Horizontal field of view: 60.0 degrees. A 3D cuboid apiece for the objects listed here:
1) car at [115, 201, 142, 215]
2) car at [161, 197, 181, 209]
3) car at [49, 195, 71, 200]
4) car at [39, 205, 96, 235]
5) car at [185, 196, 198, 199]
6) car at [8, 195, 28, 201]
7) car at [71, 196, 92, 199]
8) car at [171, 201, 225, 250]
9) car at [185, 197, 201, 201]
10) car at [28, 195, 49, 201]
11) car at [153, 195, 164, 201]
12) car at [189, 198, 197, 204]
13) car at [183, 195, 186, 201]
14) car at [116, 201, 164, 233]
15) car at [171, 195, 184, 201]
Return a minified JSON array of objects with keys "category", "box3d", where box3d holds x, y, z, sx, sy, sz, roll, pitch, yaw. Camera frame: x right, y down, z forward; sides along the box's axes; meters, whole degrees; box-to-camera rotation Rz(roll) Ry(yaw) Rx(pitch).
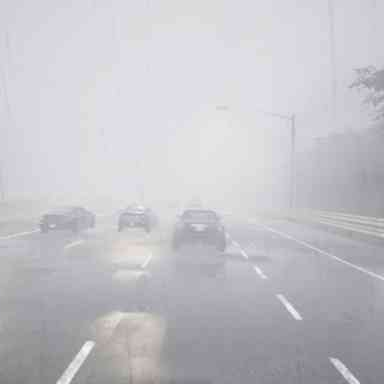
[{"category":"car","box3d":[-6.667,1.666,35.293,1.895,1.301,4.718,2,-1,0]},{"category":"car","box3d":[-3.171,1.878,51.244,2.033,1.411,5.357,2,-1,0]},{"category":"car","box3d":[-20.693,1.262,53.901,2.128,1.511,4.902,2,-1,1]},{"category":"car","box3d":[-6.685,1.446,18.287,1.812,1.442,4.674,2,0,0]},{"category":"car","box3d":[0.337,1.736,58.289,2.150,2.045,5.566,2,-1,0]},{"category":"car","box3d":[-27.678,1.141,53.866,1.895,1.301,4.718,2,-1,0]},{"category":"car","box3d":[-17.189,1.436,53.904,2.033,1.411,5.357,2,-1,1]},{"category":"car","box3d":[0.310,1.479,15.197,2.097,1.767,4.553,2,0,0]},{"category":"car","box3d":[0.333,1.840,42.238,1.882,1.535,5.008,2,-1,0]},{"category":"car","box3d":[-24.190,1.216,53.917,1.994,1.385,4.181,2,-1,1]},{"category":"car","box3d":[-6.663,1.600,68.334,2.150,2.045,5.566,2,-1,0]},{"category":"car","box3d":[0.318,2.341,86.252,1.994,1.385,4.181,2,-1,0]},{"category":"car","box3d":[-3.174,2.017,85.237,2.097,1.767,4.553,2,-1,0]},{"category":"car","box3d":[-3.182,1.545,20.277,2.128,1.511,4.902,2,0,0]},{"category":"car","box3d":[-3.173,1.982,69.249,1.882,1.535,5.008,2,-1,0]}]
